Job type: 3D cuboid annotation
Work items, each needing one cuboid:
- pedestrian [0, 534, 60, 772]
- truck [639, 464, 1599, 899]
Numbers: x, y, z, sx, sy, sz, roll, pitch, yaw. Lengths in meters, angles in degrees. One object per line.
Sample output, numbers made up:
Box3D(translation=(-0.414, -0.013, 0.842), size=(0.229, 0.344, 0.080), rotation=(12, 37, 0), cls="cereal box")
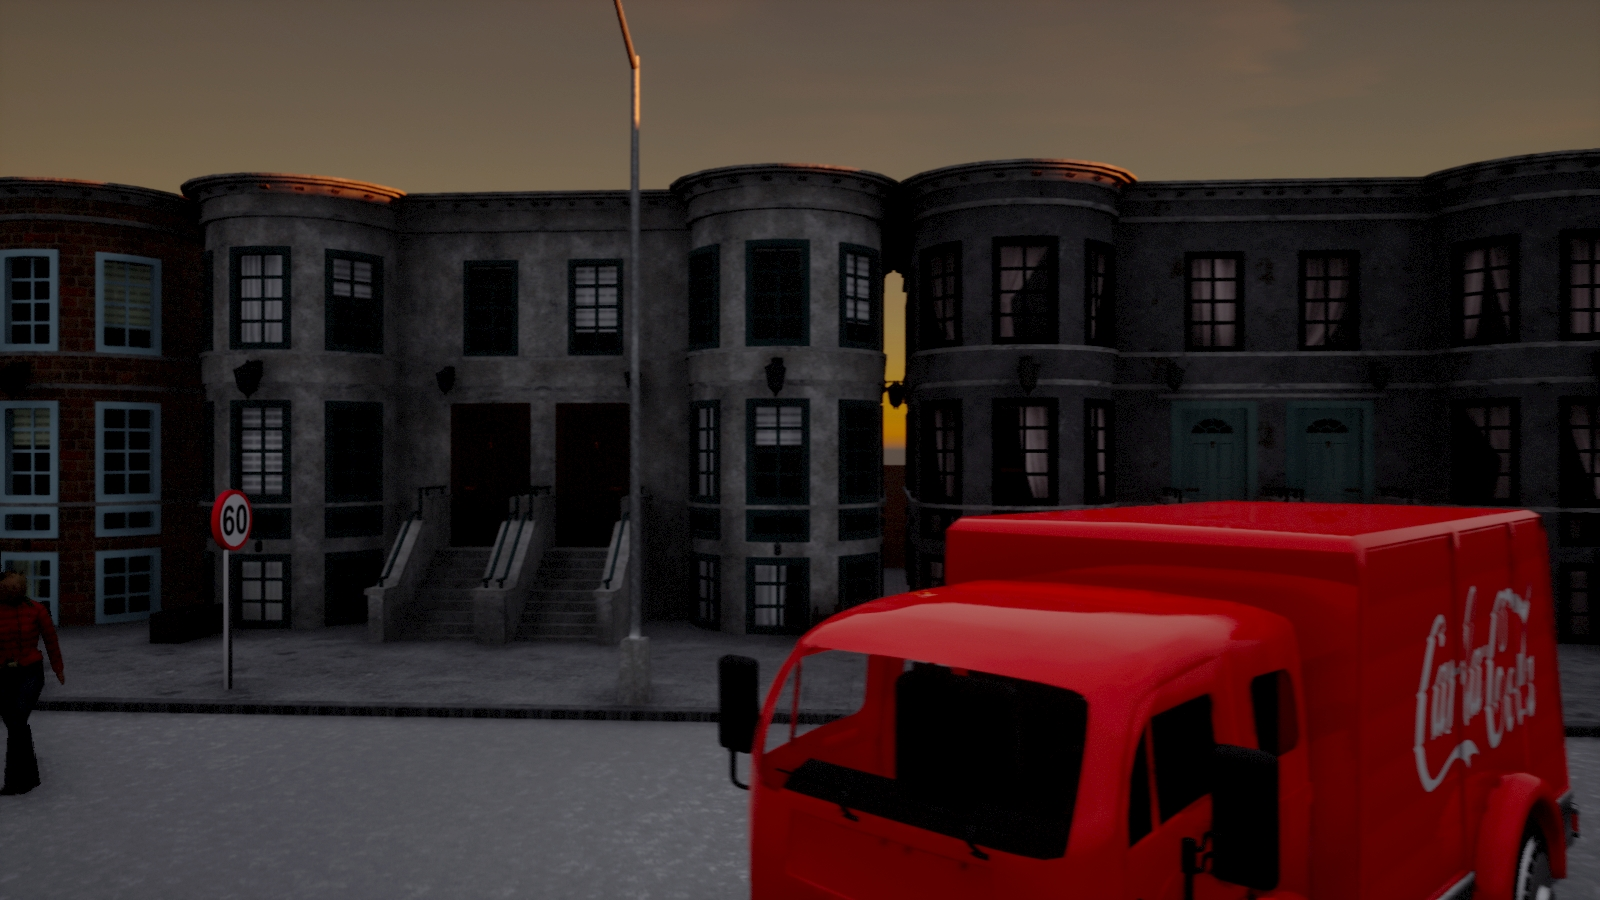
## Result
Box3D(translation=(-6.291, 1.629, 9.269), size=(0.375, 1.860, 0.375), rotation=(0, 0, -11), cls="pedestrian")
Box3D(translation=(2.061, 1.346, 5.887), size=(2.627, 2.467, 5.204), rotation=(0, 0, 44), cls="truck")
